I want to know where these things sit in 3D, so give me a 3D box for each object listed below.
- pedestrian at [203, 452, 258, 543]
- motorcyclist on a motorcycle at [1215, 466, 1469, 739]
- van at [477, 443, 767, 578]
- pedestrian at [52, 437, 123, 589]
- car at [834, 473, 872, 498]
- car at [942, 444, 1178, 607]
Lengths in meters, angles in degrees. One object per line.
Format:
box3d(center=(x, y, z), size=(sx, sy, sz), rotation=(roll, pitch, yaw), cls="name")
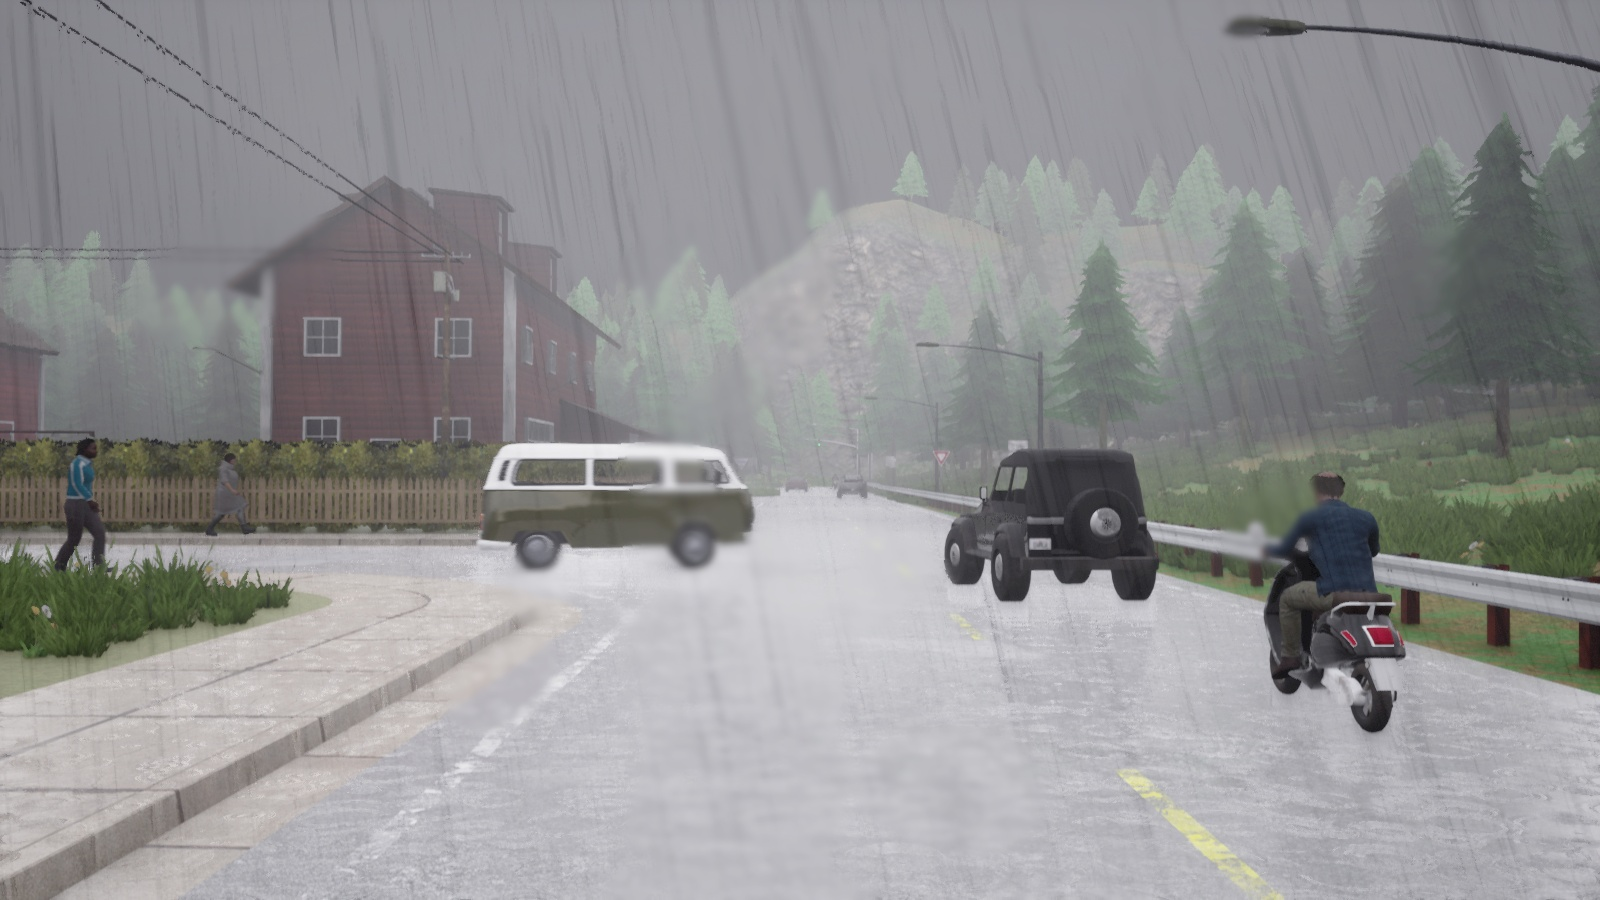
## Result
box3d(center=(-12.312, 1.016, 27.151), size=(0.873, 1.952, 0.659), rotation=(0, -1, 2), cls="pedestrian")
box3d(center=(3.479, 0.907, 8.270), size=(0.866, 1.590, 1.817), rotation=(0, -1, 0), cls="motorcyclist on a motorcycle")
box3d(center=(-2.923, 0.931, 20.639), size=(4.480, 2.038, 2.069), rotation=(0, 0, -10), cls="van")
box3d(center=(-9.215, 0.805, 16.248), size=(0.692, 1.930, 0.396), rotation=(0, -1, -7), cls="pedestrian")
box3d(center=(3.306, 2.192, 79.023), size=(2.128, 1.511, 4.902), rotation=(0, -1, 0), cls="car")
box3d(center=(3.249, 0.901, 16.502), size=(1.905, 1.878, 3.866), rotation=(0, -1, -7), cls="car")
